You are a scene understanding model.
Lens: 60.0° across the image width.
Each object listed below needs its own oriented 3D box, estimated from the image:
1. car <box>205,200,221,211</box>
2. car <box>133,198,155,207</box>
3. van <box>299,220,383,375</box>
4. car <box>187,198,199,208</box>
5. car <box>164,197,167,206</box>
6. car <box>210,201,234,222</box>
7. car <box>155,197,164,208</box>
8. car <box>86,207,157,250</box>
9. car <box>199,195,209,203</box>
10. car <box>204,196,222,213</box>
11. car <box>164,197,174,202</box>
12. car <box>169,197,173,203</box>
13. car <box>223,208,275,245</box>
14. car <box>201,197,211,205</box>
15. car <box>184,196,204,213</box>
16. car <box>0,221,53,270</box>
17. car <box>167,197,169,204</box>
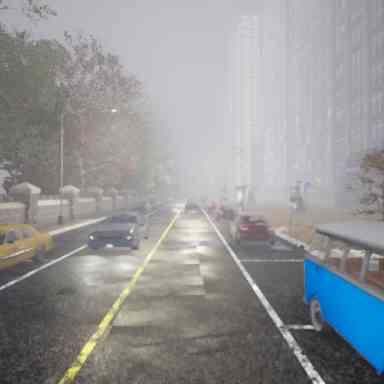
[{"bbox_3d":[2.693,1.716,43.575,1.802,1.307,4.206,0,0,0],"label":"car"},{"bbox_3d":[-5.687,1.680,37.945,1.947,1.339,4.313,0,0,0],"label":"car"},{"bbox_3d":[2.691,1.353,4.152,1.690,1.788,3.998,0,0,0],"label":"van"},{"bbox_3d":[0.104,1.674,52.184,1.837,1.490,4.892,0,0,0],"label":"car"},{"bbox_3d":[-5.686,1.746,54.839,1.947,1.339,4.313,0,0,0],"label":"car"},{"bbox_3d":[2.693,1.660,26.679,1.802,1.307,4.206,0,0,0],"label":"car"},{"bbox_3d":[-5.687,1.596,49.208,1.967,1.590,4.097,0,0,0],"label":"car"},{"bbox_3d":[-3.001,1.589,14.766,2.033,1.411,5.357,0,0,0],"label":"car"},{"bbox_3d":[2.696,1.596,77.370,2.192,1.841,5.009,0,0,0],"label":"car"},{"bbox_3d":[2.693,1.554,37.945,1.967,1.590,4.097,0,0,0],"label":"car"},{"bbox_3d":[-5.684,1.857,83.003,2.008,1.369,4.403,0,0,0],"label":"car"},{"bbox_3d":[-5.685,1.838,71.738,1.802,1.307,4.206,0,0,0],"label":"car"},{"bbox_3d":[2.691,1.626,15.414,1.802,1.307,4.206,0,0,0],"label":"car"},{"bbox_3d":[2.695,1.757,66.274,1.752,1.417,4.829,0,0,0],"label":"car"},{"bbox_3d":[0.107,1.608,38.749,2.128,1.511,4.902,0,0,0],"label":"car"},{"bbox_3d":[-5.689,1.552,9.614,1.752,1.417,4.829,0,0,0],"label":"car"},{"bbox_3d":[-5.686,1.646,60.473,1.967,1.590,4.097,0,0,0],"label":"car"}]
